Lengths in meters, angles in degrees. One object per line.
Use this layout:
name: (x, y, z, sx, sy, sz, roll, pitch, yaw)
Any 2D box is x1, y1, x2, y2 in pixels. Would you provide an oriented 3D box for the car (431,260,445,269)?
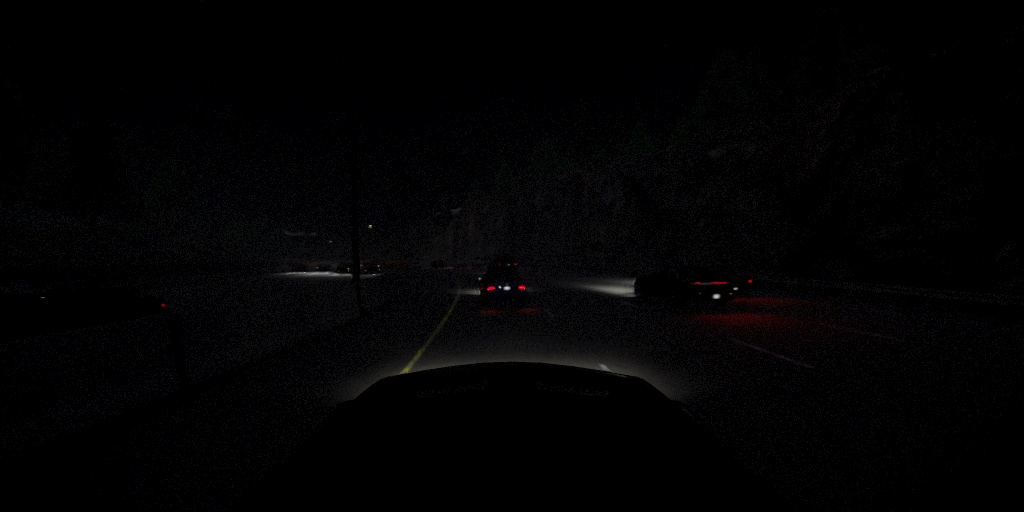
car: (-12.999, 1.485, 63.146, 1.812, 1.442, 4.674, -1, 0, -24)

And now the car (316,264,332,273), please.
car: (-28.873, 1.820, 55.211, 1.895, 1.301, 4.718, -1, 0, -23)

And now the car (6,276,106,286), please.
car: (-18.468, 1.616, 15.178, 1.994, 1.385, 4.181, -1, 0, -6)

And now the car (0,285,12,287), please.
car: (-14.399, 1.550, 7.491, 1.994, 1.385, 4.181, -1, 0, -3)

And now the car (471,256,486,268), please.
car: (-5.565, 1.058, 63.809, 2.150, 2.045, 5.566, -1, 0, -24)

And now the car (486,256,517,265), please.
car: (-0.944, 0.984, 38.739, 2.150, 2.045, 5.566, -1, 0, -14)

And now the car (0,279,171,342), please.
car: (-10.874, 1.475, 8.095, 2.033, 1.411, 5.357, -1, 0, -3)

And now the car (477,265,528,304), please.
car: (-0.497, 1.305, 16.386, 2.033, 1.411, 5.357, -1, 0, -7)

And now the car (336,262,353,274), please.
car: (-22.314, 1.617, 47.993, 1.837, 1.490, 4.892, -1, 0, -19)

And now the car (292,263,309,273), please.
car: (-33.076, 1.850, 56.133, 1.994, 1.385, 4.181, -1, 0, -24)

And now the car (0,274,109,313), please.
car: (-22.182, 1.677, 16.892, 1.994, 1.385, 4.181, -1, 0, -7)

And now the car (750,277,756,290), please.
car: (9.830, 1.188, 18.359, 1.895, 1.301, 4.718, -1, 0, -6)

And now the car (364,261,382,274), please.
car: (-18.551, 1.403, 47.831, 2.097, 1.767, 4.553, -1, 0, -19)

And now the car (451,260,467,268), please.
car: (-9.348, 1.425, 63.542, 1.812, 1.442, 4.674, -1, 0, -24)

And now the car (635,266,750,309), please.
car: (6.581, 1.132, 14.319, 2.128, 1.511, 4.902, -1, 0, -5)
